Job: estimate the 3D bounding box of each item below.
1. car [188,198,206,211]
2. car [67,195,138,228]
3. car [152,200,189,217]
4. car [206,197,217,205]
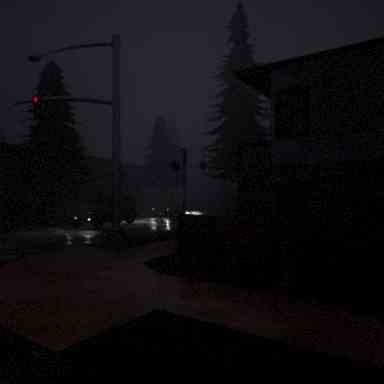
[{"bbox_3d":[0.126,1.572,42.642,2.128,1.511,4.902,0,0,8],"label":"car"},{"bbox_3d":[-6.051,1.277,23.328,2.150,2.045,5.566,0,0,27],"label":"car"},{"bbox_3d":[-2.223,1.665,32.581,1.895,1.301,4.718,0,0,18],"label":"car"},{"bbox_3d":[3.381,1.643,62.858,1.812,1.442,4.674,0,0,-10],"label":"car"}]
